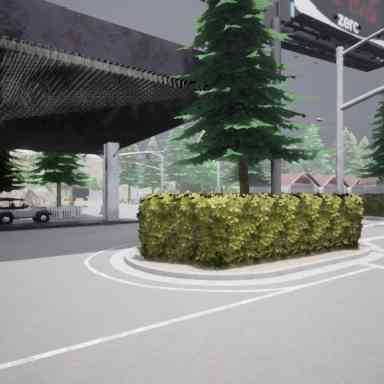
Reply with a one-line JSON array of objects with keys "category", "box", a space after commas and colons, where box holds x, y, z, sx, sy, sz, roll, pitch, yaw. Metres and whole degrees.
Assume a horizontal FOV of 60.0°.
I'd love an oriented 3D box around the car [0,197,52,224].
[{"category": "car", "box": [-12.050, 1.313, 23.427, 3.866, 1.878, 1.905, 0, 0, -36]}]
